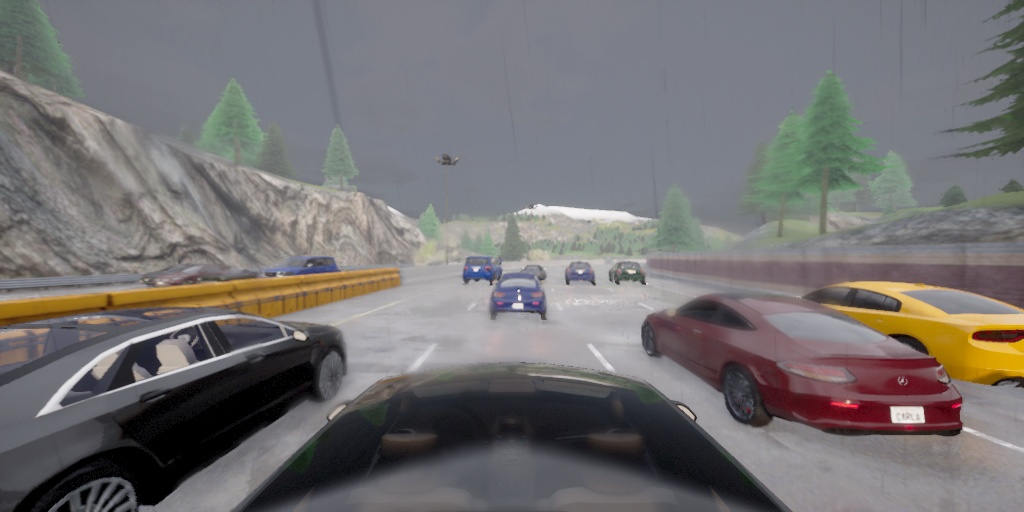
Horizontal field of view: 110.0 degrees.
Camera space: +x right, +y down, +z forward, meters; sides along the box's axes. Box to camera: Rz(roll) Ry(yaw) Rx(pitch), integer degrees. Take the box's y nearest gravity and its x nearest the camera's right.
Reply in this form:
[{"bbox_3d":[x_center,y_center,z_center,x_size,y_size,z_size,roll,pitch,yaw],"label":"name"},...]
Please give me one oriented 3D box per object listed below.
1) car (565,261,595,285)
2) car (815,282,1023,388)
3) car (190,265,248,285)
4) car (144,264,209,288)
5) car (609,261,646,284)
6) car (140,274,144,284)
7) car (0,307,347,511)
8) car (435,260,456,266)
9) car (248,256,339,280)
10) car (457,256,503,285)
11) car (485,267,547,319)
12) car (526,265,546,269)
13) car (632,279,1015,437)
[{"bbox_3d":[5.108,1.170,27.272,2.097,1.767,4.553,0,0,8],"label":"car"},{"bbox_3d":[7.121,1.242,7.074,1.882,1.535,5.008,0,0,0],"label":"car"},{"bbox_3d":[-16.826,1.406,22.441,1.895,1.301,4.718,0,0,5],"label":"car"},{"bbox_3d":[-20.241,1.333,23.203,1.812,1.442,4.674,0,0,6],"label":"car"},{"bbox_3d":[8.640,1.169,27.253,2.097,1.767,4.553,0,0,8],"label":"car"},{"bbox_3d":[-23.497,1.319,25.717,1.837,1.490,4.892,0,0,6],"label":"car"},{"bbox_3d":[-3.399,1.247,3.489,2.128,1.511,4.902,0,0,0],"label":"car"},{"bbox_3d":[-11.133,1.439,63.098,1.812,1.442,4.674,0,0,20],"label":"car"},{"bbox_3d":[-13.286,1.028,22.753,2.150,2.045,5.566,0,0,6],"label":"car"},{"bbox_3d":[-2.075,1.038,26.694,2.150,2.045,5.566,0,0,7],"label":"car"},{"bbox_3d":[0.262,1.305,12.832,1.812,1.442,4.674,0,0,2],"label":"car"},{"bbox_3d":[1.718,1.384,28.277,1.994,1.385,4.181,0,0,8],"label":"car"},{"bbox_3d":[3.603,1.286,5.566,1.812,1.442,4.674,0,0,0],"label":"car"}]
